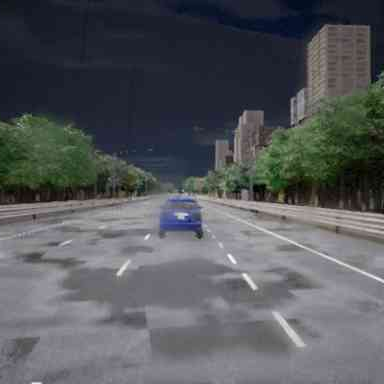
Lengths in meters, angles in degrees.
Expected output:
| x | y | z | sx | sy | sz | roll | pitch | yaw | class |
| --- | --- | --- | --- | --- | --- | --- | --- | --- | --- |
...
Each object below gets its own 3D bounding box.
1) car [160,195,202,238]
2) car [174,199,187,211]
| x | y | z | sx | sy | sz | roll | pitch | yaw | class |
| --- | --- | --- | --- | --- | --- | --- | --- | --- | --- |
| -0.614 | 1.338 | 18.569 | 2.150 | 2.045 | 5.566 | 0 | 0 | -2 | car |
| -1.677 | 1.847 | 47.640 | 1.837 | 1.490 | 4.892 | 0 | -1 | -2 | car |
